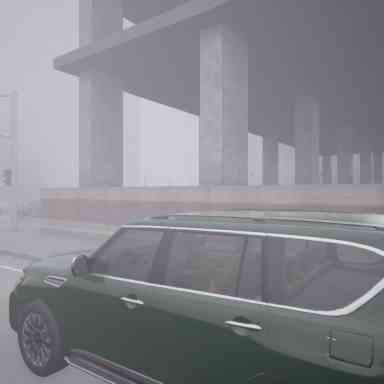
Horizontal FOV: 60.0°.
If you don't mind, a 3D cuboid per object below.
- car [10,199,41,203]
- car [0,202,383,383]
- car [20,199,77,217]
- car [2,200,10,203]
[{"bbox_3d":[-12.835,1.407,29.066,2.097,1.767,4.553,0,0,36],"label":"car"},{"bbox_3d":[0.130,1.221,3.890,5.566,2.045,2.150,0,0,35],"label":"car"},{"bbox_3d":[-14.282,1.547,33.407,2.128,1.511,4.902,0,0,36],"label":"car"},{"bbox_3d":[-18.332,1.533,33.759,1.882,1.535,5.008,0,0,36],"label":"car"}]
